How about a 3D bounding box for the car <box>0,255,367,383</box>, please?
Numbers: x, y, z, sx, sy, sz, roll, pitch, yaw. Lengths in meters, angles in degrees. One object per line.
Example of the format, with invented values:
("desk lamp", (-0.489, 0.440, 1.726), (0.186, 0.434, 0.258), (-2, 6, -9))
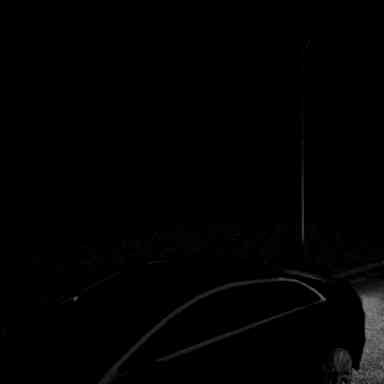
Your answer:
("car", (-0.196, 1.492, 3.329), (4.902, 1.511, 2.128), (0, 0, -35))
